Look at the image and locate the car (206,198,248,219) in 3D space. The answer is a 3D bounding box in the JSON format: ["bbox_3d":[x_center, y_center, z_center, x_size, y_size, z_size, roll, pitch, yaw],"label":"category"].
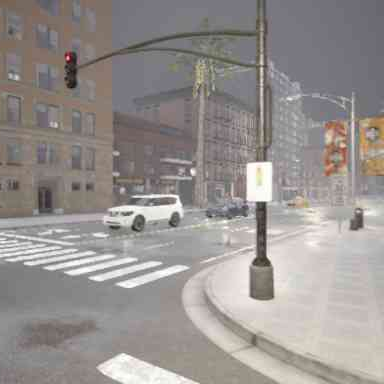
[{"bbox_3d":[3.081,1.311,28.822,2.097,1.767,4.553,0,0,35],"label":"car"}]

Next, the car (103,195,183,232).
[{"bbox_3d":[-2.783,1.184,20.386,2.150,2.045,5.566,0,0,35],"label":"car"}]

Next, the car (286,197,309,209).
[{"bbox_3d":[14.138,1.443,44.625,1.882,1.535,5.008,0,0,35],"label":"car"}]
